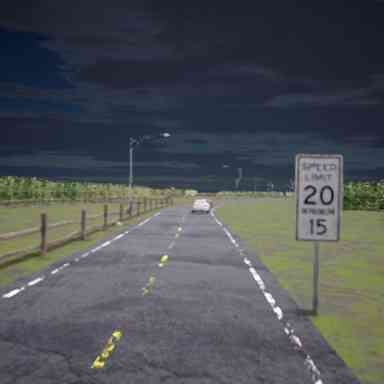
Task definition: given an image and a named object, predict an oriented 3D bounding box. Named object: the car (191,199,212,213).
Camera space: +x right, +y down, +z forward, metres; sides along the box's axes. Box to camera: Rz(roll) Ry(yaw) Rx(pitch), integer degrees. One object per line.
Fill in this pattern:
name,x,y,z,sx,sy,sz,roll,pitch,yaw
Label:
car,1.041,1.573,37.627,1.812,1.442,4.674,1,0,4
